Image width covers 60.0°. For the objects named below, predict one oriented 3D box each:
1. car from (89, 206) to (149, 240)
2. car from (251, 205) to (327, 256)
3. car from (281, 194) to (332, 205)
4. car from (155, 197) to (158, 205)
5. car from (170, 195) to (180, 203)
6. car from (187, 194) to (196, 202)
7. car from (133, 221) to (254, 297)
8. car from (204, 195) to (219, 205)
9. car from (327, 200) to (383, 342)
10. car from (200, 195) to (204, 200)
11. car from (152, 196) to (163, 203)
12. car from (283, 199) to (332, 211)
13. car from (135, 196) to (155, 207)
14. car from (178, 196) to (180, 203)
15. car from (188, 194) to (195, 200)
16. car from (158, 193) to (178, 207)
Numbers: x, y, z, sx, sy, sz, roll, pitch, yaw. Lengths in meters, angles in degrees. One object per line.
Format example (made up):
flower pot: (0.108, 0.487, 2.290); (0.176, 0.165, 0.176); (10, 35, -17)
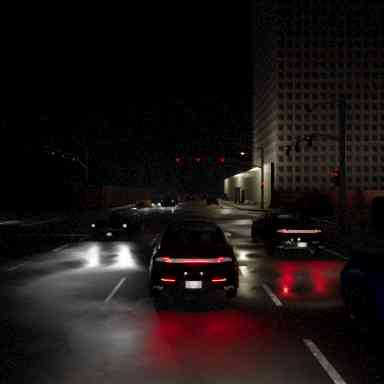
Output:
car: (-3.677, 1.603, 17.193); (1.895, 1.301, 4.718); (0, 0, 2)
car: (3.565, 1.492, 13.165); (2.128, 1.511, 4.902); (0, 0, 0)
car: (12.359, 1.277, 35.797); (5.566, 2.045, 2.150); (0, 0, 0)
car: (-7.153, 1.478, 58.643); (1.882, 1.535, 5.008); (0, 0, 0)
car: (-3.589, 1.478, 71.173); (1.882, 1.535, 5.008); (0, 0, 0)
car: (-0.099, 1.347, 78.818); (2.097, 1.767, 4.553); (0, 0, 0)
car: (0.046, 1.492, 8.547); (2.128, 1.511, 4.902); (0, 0, 0)
car: (3.520, 1.526, 58.564); (1.812, 1.442, 4.674); (0, 0, 0)
car: (3.596, 1.221, 3.319); (2.150, 2.045, 5.566); (0, 0, 0)
car: (3.388, 1.500, 89.170); (1.837, 1.490, 4.892); (0, 0, 0)
car: (-7.087, 1.601, 68.806); (1.895, 1.301, 4.718); (0, 0, 0)
car: (11.452, 1.619, 32.181); (4.181, 1.385, 1.994); (0, 0, -2)
car: (-7.153, 1.478, 49.321); (1.882, 1.535, 5.008); (0, 0, 0)
car: (-3.638, 1.221, 61.025); (2.150, 2.045, 5.566); (0, 0, 0)
car: (-0.111, 1.328, 89.071); (1.837, 1.490, 4.892); (0, 0, 0)
car: (-3.650, 1.352, 51.436); (2.097, 1.767, 4.553); (0, 0, 0)
